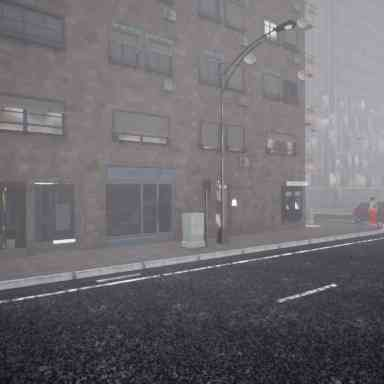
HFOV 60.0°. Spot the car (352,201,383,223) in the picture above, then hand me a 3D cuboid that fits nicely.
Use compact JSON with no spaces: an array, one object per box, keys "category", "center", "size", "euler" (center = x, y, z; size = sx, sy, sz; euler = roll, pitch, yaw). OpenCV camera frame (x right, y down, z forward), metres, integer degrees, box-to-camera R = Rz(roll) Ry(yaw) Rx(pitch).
[{"category":"car","center":[14.774,1.537,25.497],"size":[2.097,1.767,4.553],"euler":[-1,-1,-27]}]

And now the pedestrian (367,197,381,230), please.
[{"category":"pedestrian","center":[10.117,1.141,18.574],"size":[0.375,1.860,0.375],"euler":[-1,0,-35]}]
